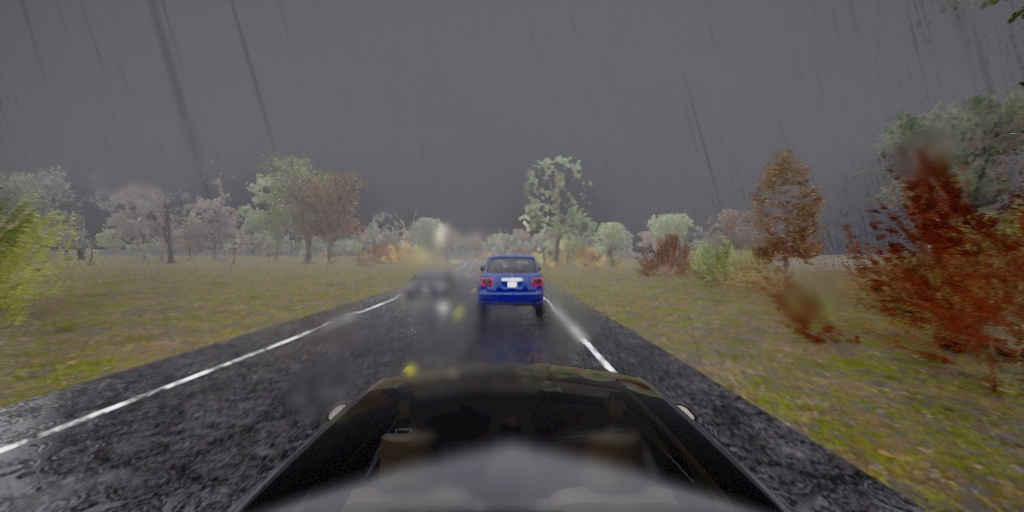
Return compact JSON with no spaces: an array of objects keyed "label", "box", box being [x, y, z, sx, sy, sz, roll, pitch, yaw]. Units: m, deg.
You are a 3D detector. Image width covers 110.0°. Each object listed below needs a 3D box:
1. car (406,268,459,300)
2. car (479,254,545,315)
[{"label":"car","box":[-3.753,1.299,17.445,1.994,1.385,4.181,0,0,-2]},{"label":"car","box":[-0.044,0.959,13.578,2.150,2.045,5.566,0,0,-1]}]
